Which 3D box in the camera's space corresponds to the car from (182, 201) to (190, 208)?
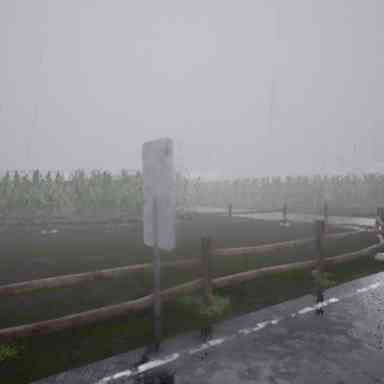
[{"bbox_3d":[-1.862,1.594,47.182,1.812,1.442,4.674,-1,0,-25],"label":"car"}]
